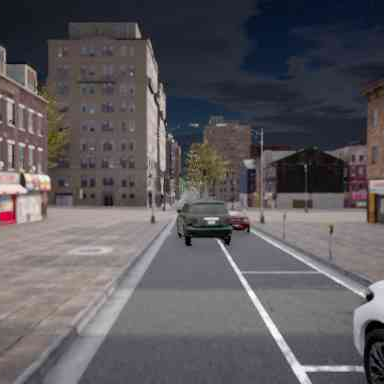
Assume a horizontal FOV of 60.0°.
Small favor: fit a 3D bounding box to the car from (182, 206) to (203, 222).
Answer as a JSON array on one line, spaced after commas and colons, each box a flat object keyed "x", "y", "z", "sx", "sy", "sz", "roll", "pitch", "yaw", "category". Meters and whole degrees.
[{"x": 0.038, "y": 2.016, "z": 31.271, "sx": 1.895, "sy": 1.301, "sz": 4.718, "roll": 0, "pitch": -1, "yaw": 0, "category": "car"}]

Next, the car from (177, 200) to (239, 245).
[{"x": 0.492, "y": 1.431, "z": 16.874, "sx": 2.150, "sy": 2.045, "sz": 5.566, "roll": 0, "pitch": -1, "yaw": -7, "category": "car"}]

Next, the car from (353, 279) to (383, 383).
[{"x": 2.980, "y": 1.247, "z": 1.576, "sx": 2.150, "sy": 2.045, "sz": 5.566, "roll": 0, "pitch": -1, "yaw": 0, "category": "car"}]

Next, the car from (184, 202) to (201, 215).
[{"x": 0.037, "y": 2.085, "z": 42.610, "sx": 2.128, "sy": 1.511, "sz": 4.902, "roll": 0, "pitch": -1, "yaw": -1, "category": "car"}]

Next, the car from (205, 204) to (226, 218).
[{"x": 2.556, "y": 2.052, "z": 36.780, "sx": 2.008, "sy": 1.369, "sz": 4.403, "roll": -2, "pitch": -1, "yaw": 0, "category": "car"}]

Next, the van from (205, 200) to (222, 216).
[{"x": 2.545, "y": 1.894, "z": 40.103, "sx": 1.690, "sy": 1.788, "sz": 3.998, "roll": -2, "pitch": -1, "yaw": 0, "category": "van"}]

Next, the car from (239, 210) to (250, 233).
[{"x": 2.583, "y": 1.813, "z": 21.216, "sx": 1.887, "sy": 1.381, "sz": 4.507, "roll": -2, "pitch": -1, "yaw": 0, "category": "car"}]

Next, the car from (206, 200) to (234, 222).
[{"x": 2.558, "y": 1.739, "z": 31.799, "sx": 2.192, "sy": 1.841, "sz": 5.009, "roll": -2, "pitch": -1, "yaw": 0, "category": "car"}]
